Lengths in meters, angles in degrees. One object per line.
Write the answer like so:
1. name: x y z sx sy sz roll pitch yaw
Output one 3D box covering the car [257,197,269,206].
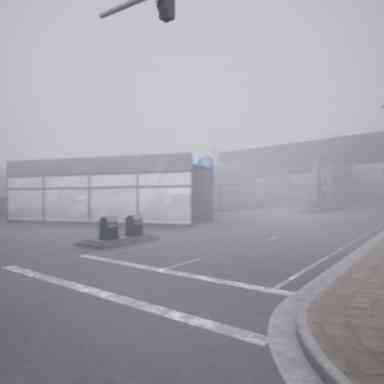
1. car: 12.072 1.713 59.495 2.242 1.667 4.611 -1 0 36
